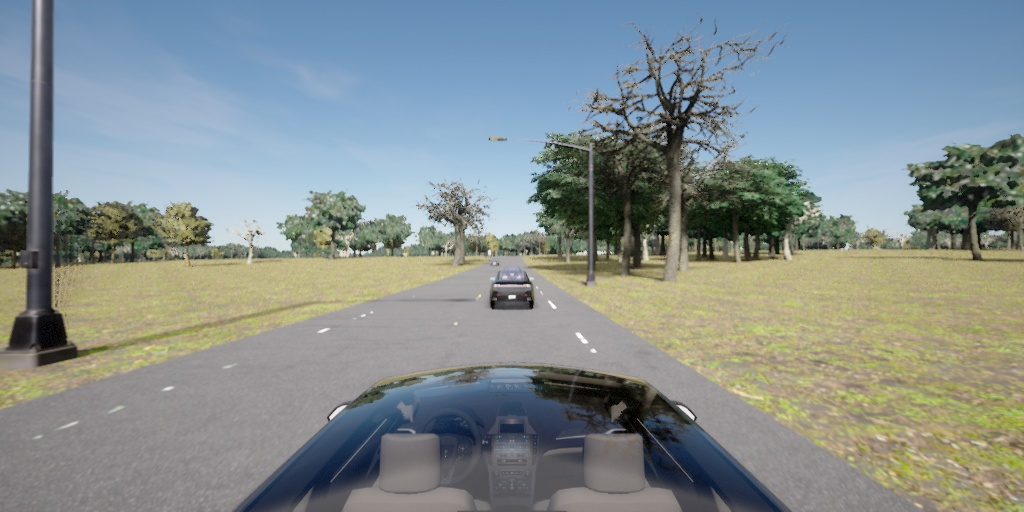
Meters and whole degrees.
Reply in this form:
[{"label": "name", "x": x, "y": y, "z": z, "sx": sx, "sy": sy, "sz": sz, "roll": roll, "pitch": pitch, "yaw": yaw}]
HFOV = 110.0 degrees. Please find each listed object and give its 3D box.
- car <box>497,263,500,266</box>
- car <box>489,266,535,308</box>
[{"label": "car", "x": 0.008, "y": 1.533, "z": 30.847, "sx": 2.033, "sy": 1.411, "sz": 5.357, "roll": 0, "pitch": 0, "yaw": 0}, {"label": "car", "x": 0.006, "y": 1.379, "z": 16.149, "sx": 2.128, "sy": 1.511, "sz": 4.902, "roll": 0, "pitch": 0, "yaw": 0}]
